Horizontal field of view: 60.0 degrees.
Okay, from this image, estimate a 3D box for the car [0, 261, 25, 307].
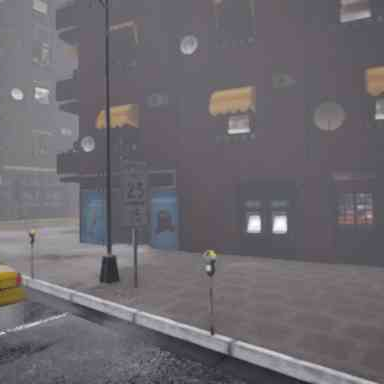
[{"bbox_3d":[-5.368,1.637,7.123,4.829,1.417,1.752,-1,-2,38],"label":"car"}]
